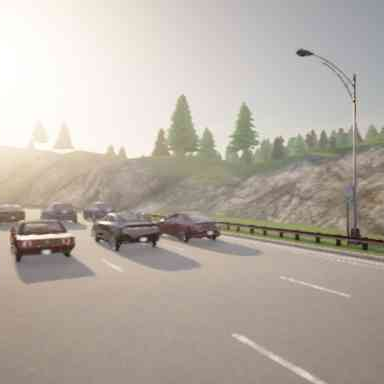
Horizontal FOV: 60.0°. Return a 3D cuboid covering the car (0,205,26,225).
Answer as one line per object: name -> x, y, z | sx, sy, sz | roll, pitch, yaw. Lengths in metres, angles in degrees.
car -> -14.454, 1.737, 26.304 | 1.882, 1.535, 5.008 | 1, -1, -35

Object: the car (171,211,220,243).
car -> -0.345, 1.710, 17.219 | 1.812, 1.442, 4.674 | 0, 0, -31

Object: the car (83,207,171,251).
car -> -3.125, 1.650, 15.050 | 2.128, 1.511, 4.902 | 0, -1, -31

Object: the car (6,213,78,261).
car -> -5.986, 1.732, 13.010 | 1.895, 1.301, 4.718 | 0, -1, -31

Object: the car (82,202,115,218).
car -> -8.169, 1.655, 29.537 | 2.097, 1.767, 4.553 | 1, -1, -34

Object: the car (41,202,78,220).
car -> -11.073, 1.629, 27.585 | 2.097, 1.767, 4.553 | 1, -1, -34
